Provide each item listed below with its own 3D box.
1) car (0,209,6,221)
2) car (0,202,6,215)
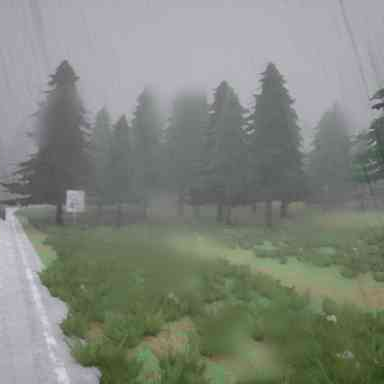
[{"bbox_3d":[-19.463,1.824,32.747,2.097,1.767,4.553,3,-2,-29],"label":"car"},{"bbox_3d":[-25.536,2.121,43.454,2.128,1.511,4.902,3,-2,-29],"label":"car"}]
